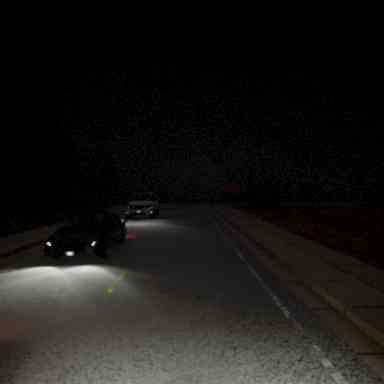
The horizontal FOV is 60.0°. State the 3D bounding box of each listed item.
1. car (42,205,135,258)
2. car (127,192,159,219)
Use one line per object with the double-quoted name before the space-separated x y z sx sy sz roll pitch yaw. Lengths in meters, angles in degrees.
"car" -3.753 1.475 12.788 2.033 1.411 5.357 -1 1 -1
"car" -3.920 1.020 27.080 2.150 2.045 5.566 -1 1 0
